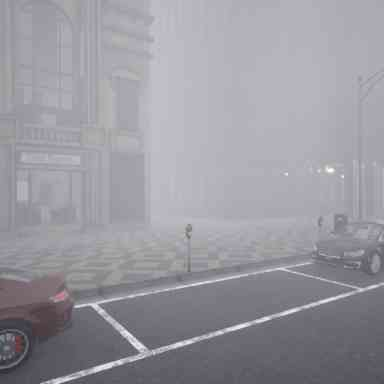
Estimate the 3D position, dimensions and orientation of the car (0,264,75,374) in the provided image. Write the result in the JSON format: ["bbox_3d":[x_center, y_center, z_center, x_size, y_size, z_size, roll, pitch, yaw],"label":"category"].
[{"bbox_3d":[-3.672,1.582,4.101,4.206,1.307,1.802,0,0,-34],"label":"car"}]

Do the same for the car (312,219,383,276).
[{"bbox_3d":[5.522,1.550,10.230,4.403,1.369,2.008,0,0,-34],"label":"car"}]
